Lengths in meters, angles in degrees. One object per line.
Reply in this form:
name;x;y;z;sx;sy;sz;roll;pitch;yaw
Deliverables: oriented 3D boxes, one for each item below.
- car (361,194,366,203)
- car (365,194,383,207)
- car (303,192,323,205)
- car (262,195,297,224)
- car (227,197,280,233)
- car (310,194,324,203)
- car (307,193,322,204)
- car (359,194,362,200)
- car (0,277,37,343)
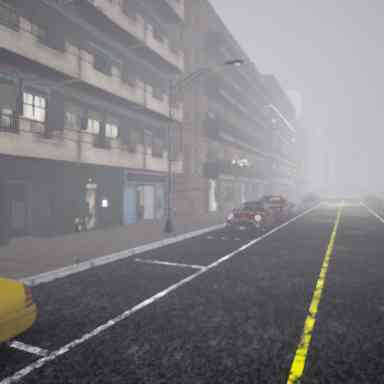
car;29.962;1.187;55.844;1.887;1.381;4.507;1;1;25
car;25.284;1.237;45.775;1.752;1.417;4.829;1;1;25
car;17.617;0.945;49.152;2.192;1.841;5.009;1;1;25
car;5.743;1.119;23.594;2.192;1.841;5.009;1;1;25
car;3.367;1.279;18.484;1.967;1.590;4.097;1;1;25
car;22.364;1.104;59.378;1.887;1.381;4.507;1;1;25
car;19.989;1.034;54.264;1.967;1.590;4.097;1;1;25
car;39.461;1.050;76.289;2.008;1.369;4.403;1;1;25
car;-3.830;1.468;2.995;1.752;1.417;4.829;1;1;25
